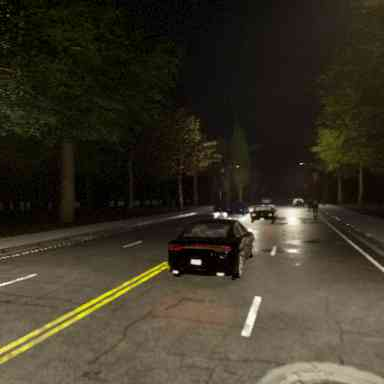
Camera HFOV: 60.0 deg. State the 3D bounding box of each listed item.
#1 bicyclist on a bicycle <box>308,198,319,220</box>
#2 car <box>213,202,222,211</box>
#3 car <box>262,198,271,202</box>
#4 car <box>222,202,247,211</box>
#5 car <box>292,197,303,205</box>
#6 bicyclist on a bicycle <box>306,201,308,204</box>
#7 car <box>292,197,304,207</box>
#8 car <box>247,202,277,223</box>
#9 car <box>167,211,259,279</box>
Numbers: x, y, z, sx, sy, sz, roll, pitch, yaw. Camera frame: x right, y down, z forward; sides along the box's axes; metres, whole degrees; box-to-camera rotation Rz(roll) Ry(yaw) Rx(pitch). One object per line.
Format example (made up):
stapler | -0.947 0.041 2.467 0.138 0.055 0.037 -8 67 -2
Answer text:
bicyclist on a bicycle | 10.131 1.517 27.330 0.659 1.776 1.843 -1 -1 17
car | 4.206 2.014 44.789 1.994 1.385 4.181 -1 -1 17
car | 16.869 2.054 75.059 1.812 1.442 4.674 -1 -1 17
car | 4.999 1.810 36.211 1.882 1.535 5.008 -1 -1 17
car | 22.207 1.888 70.267 2.097 1.767 4.553 -1 -1 17
bicyclist on a bicycle | 13.064 1.587 37.011 0.659 1.776 1.843 -1 -1 17
car | 18.814 1.940 58.695 1.812 1.442 4.674 -1 -1 17
car | 6.059 1.817 27.812 1.895 1.301 4.718 -1 -1 17
car | 0.816 1.578 10.512 1.882 1.535 5.008 -1 -1 17
